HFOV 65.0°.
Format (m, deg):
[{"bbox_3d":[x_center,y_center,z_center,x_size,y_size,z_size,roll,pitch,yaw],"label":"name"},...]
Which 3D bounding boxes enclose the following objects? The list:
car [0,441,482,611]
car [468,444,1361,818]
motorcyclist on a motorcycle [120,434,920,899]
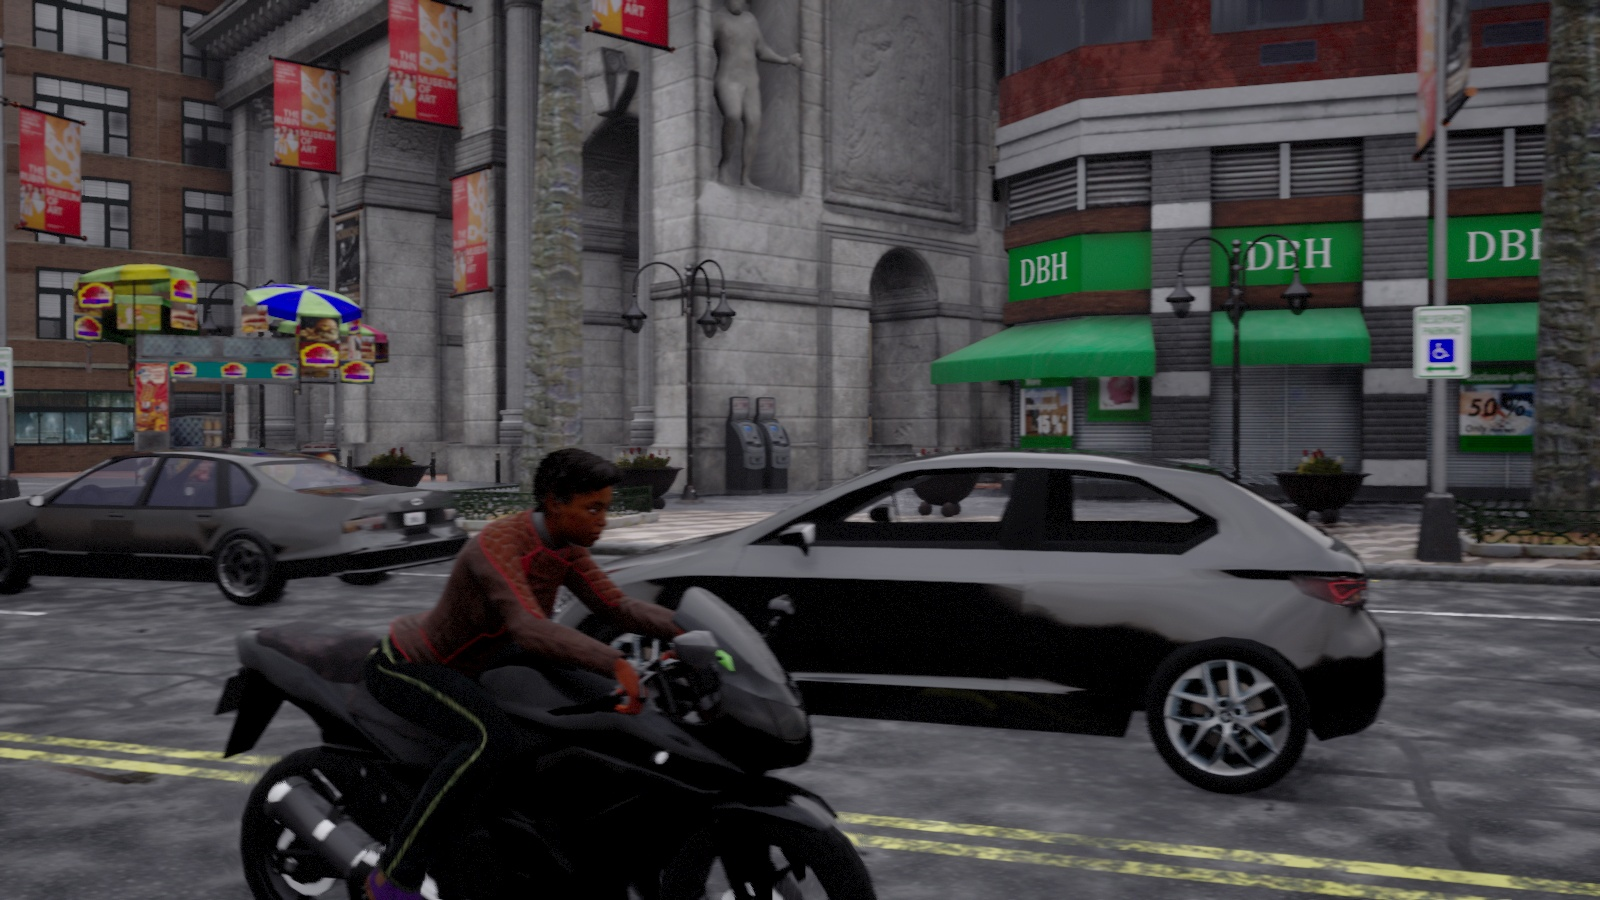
[{"bbox_3d":[-6.071,0.640,12.511,5.357,1.411,2.033,0,1,18],"label":"car"},{"bbox_3d":[0.575,0.734,6.644,4.193,1.474,1.816,1,1,18],"label":"car"},{"bbox_3d":[-0.773,0.745,3.506,2.044,1.523,0.797,2,2,19],"label":"motorcyclist on a motorcycle"}]
